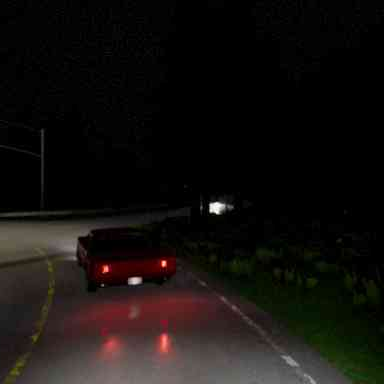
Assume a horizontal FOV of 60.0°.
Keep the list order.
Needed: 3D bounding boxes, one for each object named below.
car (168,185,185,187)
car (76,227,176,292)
[{"bbox_3d":[-2.896,-1.126,60.864,1.837,1.490,4.892,0,5,-26],"label":"car"},{"bbox_3d":[-2.074,1.621,9.169,1.895,1.301,4.718,0,0,-23],"label":"car"}]
